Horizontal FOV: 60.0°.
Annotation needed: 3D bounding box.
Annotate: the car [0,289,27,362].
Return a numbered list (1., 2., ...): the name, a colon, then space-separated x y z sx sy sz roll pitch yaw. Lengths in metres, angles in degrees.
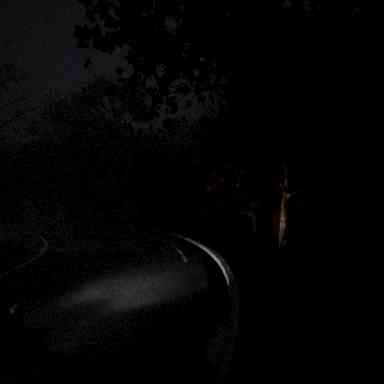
1. car: -3.801 1.490 2.687 2.128 1.511 4.902 0 0 25
